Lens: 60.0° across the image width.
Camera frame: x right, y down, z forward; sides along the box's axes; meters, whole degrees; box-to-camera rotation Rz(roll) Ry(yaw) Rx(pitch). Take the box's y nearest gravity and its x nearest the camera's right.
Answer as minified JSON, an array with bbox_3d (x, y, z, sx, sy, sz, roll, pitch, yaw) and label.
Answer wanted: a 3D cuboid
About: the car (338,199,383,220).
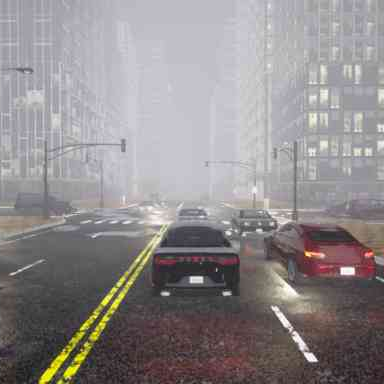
[{"bbox_3d":[16.103,1.519,29.258,5.009,1.841,2.192,1,0,1],"label":"car"}]

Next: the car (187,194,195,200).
[{"bbox_3d":[-0.302,1.267,90.411,2.128,1.511,4.902,0,0,0],"label":"car"}]

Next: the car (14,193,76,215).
[{"bbox_3d":[-14.194,1.114,32.217,5.566,2.045,2.150,0,1,1],"label":"car"}]

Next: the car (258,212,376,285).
[{"bbox_3d":[3.319,1.521,9.396,1.812,1.442,4.674,0,0,0],"label":"car"}]

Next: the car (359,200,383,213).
[{"bbox_3d":[21.684,1.643,37.563,4.829,1.417,1.752,1,0,1],"label":"car"}]

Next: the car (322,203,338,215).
[{"bbox_3d":[16.182,1.637,35.047,4.674,1.442,1.812,1,1,1],"label":"car"}]

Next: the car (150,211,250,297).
[{"bbox_3d":[0.067,1.474,8.630,1.882,1.535,5.008,0,0,0],"label":"car"}]

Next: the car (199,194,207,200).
[{"bbox_3d":[2.948,1.267,90.421,2.128,1.511,4.902,0,0,0],"label":"car"}]

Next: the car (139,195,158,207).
[{"bbox_3d":[-6.760,1.528,50.724,1.994,1.385,4.181,0,0,0],"label":"car"}]

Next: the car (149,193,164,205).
[{"bbox_3d":[-6.776,1.175,59.756,2.150,2.045,5.566,0,0,0],"label":"car"}]

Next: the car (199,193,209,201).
[{"bbox_3d":[2.984,1.143,80.033,2.150,2.045,5.566,0,0,0],"label":"car"}]

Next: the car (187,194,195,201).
[{"bbox_3d":[-0.266,1.396,79.994,1.882,1.535,5.008,0,0,0],"label":"car"}]

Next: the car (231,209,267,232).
[{"bbox_3d":[3.288,1.591,18.514,1.895,1.301,4.718,0,0,0],"label":"car"}]

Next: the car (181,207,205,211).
[{"bbox_3d":[0.037,1.538,18.451,2.033,1.411,5.357,0,0,0],"label":"car"}]
